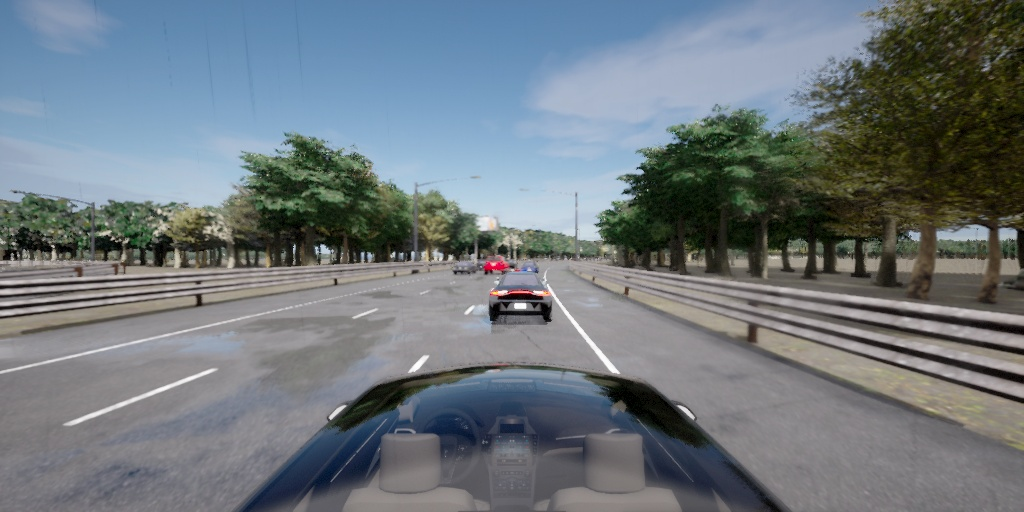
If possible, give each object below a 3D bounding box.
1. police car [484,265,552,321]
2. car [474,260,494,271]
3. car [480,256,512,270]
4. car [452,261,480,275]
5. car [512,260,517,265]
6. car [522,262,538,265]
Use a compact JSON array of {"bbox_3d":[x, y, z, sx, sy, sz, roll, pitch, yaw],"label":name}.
[{"bbox_3d":[0.311,1.256,12.697,2.038,1.542,4.974,0,0,2],"label":"police car"},{"bbox_3d":[-3.887,1.341,50.958,1.812,1.442,4.674,0,0,8],"label":"car"},{"bbox_3d":[-1.642,1.005,39.520,2.150,2.045,5.566,0,0,6],"label":"car"},{"bbox_3d":[-5.134,1.328,39.774,2.033,1.411,5.357,0,0,6],"label":"car"},{"bbox_3d":[-0.333,1.297,51.140,1.882,1.535,5.008,0,0,8],"label":"car"},{"bbox_3d":[2.045,1.356,41.111,1.994,1.385,4.181,0,0,6],"label":"car"}]
